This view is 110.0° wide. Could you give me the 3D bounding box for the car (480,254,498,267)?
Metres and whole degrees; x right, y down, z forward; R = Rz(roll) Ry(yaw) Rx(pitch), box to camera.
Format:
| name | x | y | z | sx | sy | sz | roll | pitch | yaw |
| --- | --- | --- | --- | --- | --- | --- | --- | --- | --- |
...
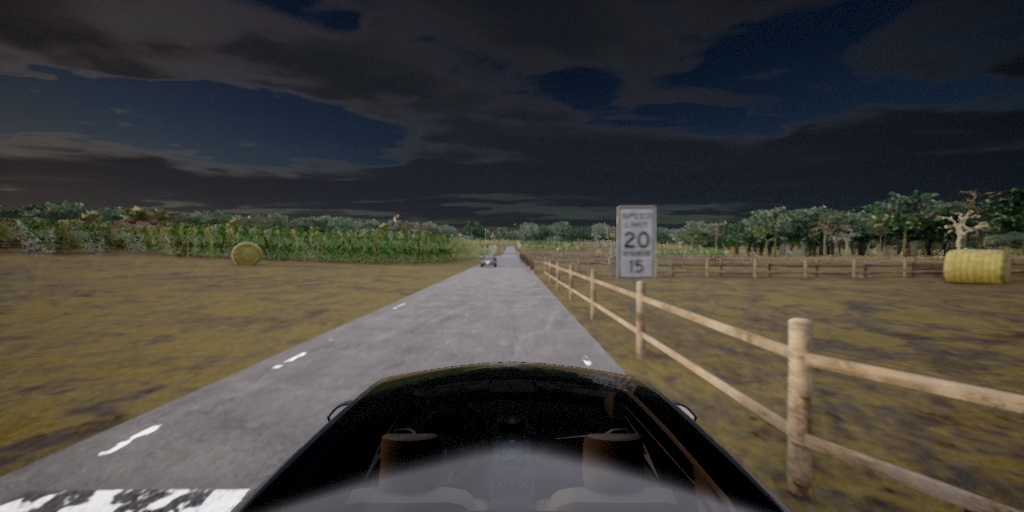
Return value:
| name | x | y | z | sx | sy | sz | roll | pitch | yaw |
| --- | --- | --- | --- | --- | --- | --- | --- | --- | --- |
| car | -2.733 | 0.537 | 43.111 | 2.128 | 1.511 | 4.902 | 0 | 1 | 0 |
